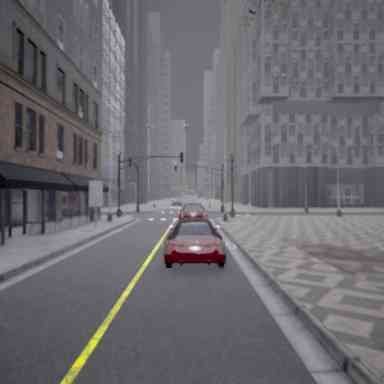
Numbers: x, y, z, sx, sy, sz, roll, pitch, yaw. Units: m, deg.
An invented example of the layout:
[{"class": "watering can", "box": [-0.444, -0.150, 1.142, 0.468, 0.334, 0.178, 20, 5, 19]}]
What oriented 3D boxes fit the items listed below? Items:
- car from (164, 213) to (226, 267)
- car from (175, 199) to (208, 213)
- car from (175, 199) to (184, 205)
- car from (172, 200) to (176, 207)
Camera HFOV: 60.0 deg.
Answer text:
[{"class": "car", "box": [0.091, 1.672, 11.886, 1.994, 1.385, 4.181, 0, -1, 0]}, {"class": "car", "box": [0.132, 1.581, 24.665, 2.097, 1.767, 4.553, 0, -1, 2]}, {"class": "car", "box": [-3.065, 2.346, 82.593, 2.033, 1.411, 5.357, 0, -1, 0]}, {"class": "car", "box": [-3.055, 2.251, 67.058, 1.895, 1.301, 4.718, 0, -1, 0]}]
